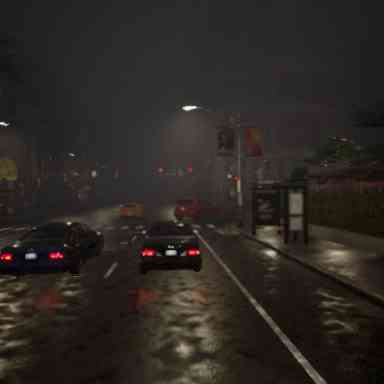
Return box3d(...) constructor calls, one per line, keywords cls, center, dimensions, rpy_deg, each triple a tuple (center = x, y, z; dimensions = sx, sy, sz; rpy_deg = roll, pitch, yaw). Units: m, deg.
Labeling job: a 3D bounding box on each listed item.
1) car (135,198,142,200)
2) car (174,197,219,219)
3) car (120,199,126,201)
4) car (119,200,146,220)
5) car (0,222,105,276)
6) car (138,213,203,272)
box3d(cls="car", center=(-13.390, 2.479, 82.098), dimensions=(1.994, 1.385, 4.181), rpy_deg=(0, -1, -5))
box3d(cls="car", center=(0.507, 1.517, 30.003), dimensions=(2.150, 2.045, 5.566), rpy_deg=(-2, -1, 28))
box3d(cls="car", center=(-16.970, 2.517, 83.022), dimensions=(1.994, 1.385, 4.181), rpy_deg=(0, -1, -5))
box3d(cls="car", center=(-5.904, 1.852, 32.668), dimensions=(1.882, 1.535, 5.008), rpy_deg=(0, -1, -4))
box3d(cls="car", center=(-4.212, 1.690, 10.841), dimensions=(2.033, 1.411, 5.357), rpy_deg=(0, -1, -4))
box3d(cls="car", center=(-0.729, 1.666, 11.206), dimensions=(2.033, 1.411, 5.357), rpy_deg=(0, -1, -4))
